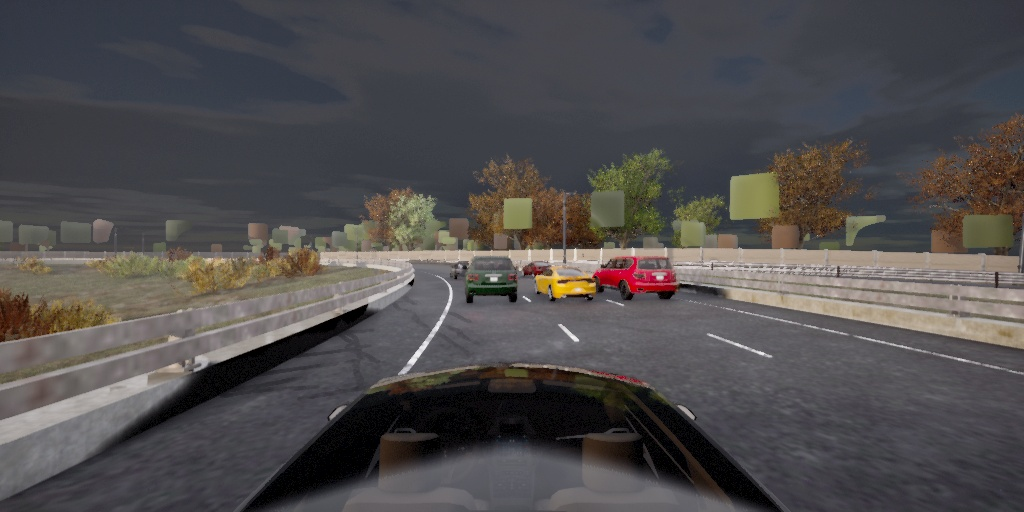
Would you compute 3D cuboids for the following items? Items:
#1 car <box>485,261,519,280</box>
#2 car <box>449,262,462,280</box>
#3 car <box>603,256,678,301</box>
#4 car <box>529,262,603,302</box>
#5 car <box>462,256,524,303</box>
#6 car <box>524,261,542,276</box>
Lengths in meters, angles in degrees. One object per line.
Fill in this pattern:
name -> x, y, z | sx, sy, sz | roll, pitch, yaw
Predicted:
car -> -0.974, 1.233, 32.574 | 1.882, 1.535, 5.008 | 0, 0, -16
car -> -4.332, 1.281, 31.586 | 1.812, 1.442, 4.674 | 0, 0, -16
car -> 5.836, 1.006, 17.726 | 2.150, 2.045, 5.566 | 0, 0, -8
car -> 2.376, 1.233, 17.197 | 1.882, 1.535, 5.008 | 0, 0, -8
car -> -1.093, 1.006, 16.728 | 2.150, 2.045, 5.566 | 0, 0, -8
car -> 2.384, 1.233, 33.561 | 1.882, 1.535, 5.008 | 0, 0, -16
